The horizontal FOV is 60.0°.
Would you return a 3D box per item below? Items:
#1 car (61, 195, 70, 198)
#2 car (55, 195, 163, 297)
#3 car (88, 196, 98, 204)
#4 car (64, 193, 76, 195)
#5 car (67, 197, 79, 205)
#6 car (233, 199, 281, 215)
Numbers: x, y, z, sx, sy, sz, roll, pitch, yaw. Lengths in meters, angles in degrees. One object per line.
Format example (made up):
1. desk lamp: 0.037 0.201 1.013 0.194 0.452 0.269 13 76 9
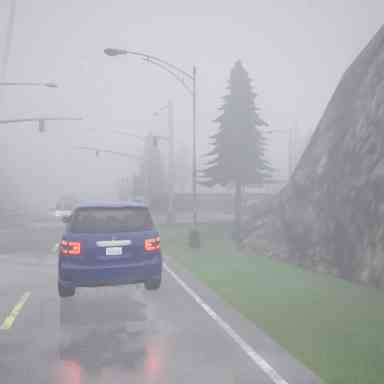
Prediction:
1. car: -16.394 1.492 42.874 2.128 1.511 4.902 0 0 -17
2. car: -2.248 1.221 8.924 2.150 2.045 5.566 0 0 -16
3. car: -19.240 1.526 64.582 1.812 1.442 4.674 0 0 -17
4. car: -19.292 1.221 52.417 2.150 2.045 5.566 0 0 -17
5. car: -22.183 1.564 62.101 1.994 1.385 4.181 0 0 -17
6. car: 6.511 1.505 33.284 4.892 1.490 1.837 0 0 -18
